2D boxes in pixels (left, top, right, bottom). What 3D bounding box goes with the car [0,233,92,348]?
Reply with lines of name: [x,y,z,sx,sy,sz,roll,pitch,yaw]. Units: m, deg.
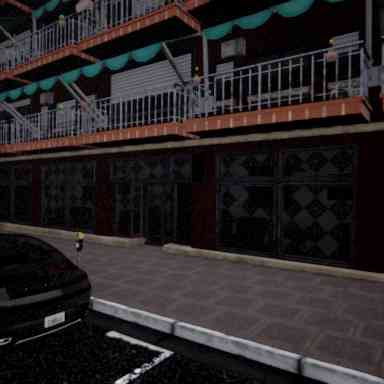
car: [-3.865,1.509,5.971,4.892,1.490,1.837,0,0,35]
